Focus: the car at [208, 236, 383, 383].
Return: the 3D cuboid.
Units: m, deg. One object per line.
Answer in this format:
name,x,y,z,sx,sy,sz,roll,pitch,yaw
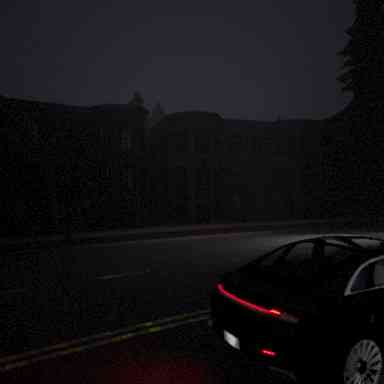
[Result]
car,2.590,1.421,4.908,4.902,1.511,2.128,-1,1,-28
